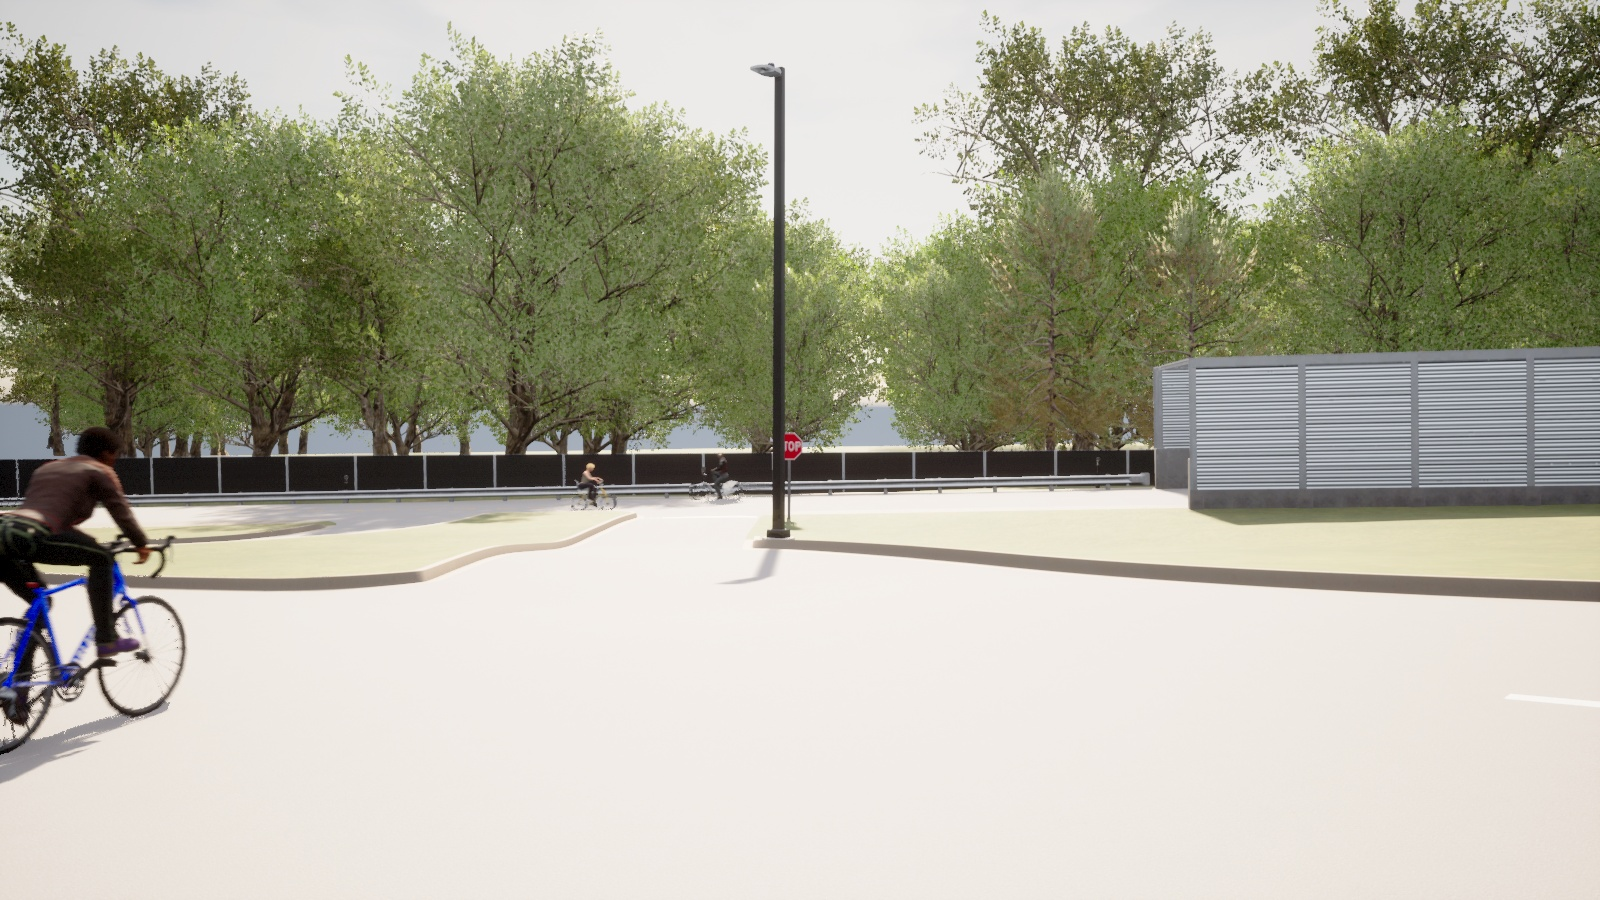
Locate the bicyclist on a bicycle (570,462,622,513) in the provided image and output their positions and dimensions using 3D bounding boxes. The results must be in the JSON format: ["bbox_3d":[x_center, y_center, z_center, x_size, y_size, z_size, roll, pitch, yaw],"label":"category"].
[{"bbox_3d":[-6.718,1.224,41.428,1.509,1.612,0.866,-1,2,2],"label":"bicyclist on a bicycle"}]

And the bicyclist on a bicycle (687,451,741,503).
[{"bbox_3d":[-3.065,0.967,44.760,1.843,1.776,0.659,-1,2,3],"label":"bicyclist on a bicycle"}]

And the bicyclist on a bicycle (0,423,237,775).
[{"bbox_3d":[-3.777,0.693,6.645,0.582,1.620,1.656,-1,-1,12],"label":"bicyclist on a bicycle"}]
